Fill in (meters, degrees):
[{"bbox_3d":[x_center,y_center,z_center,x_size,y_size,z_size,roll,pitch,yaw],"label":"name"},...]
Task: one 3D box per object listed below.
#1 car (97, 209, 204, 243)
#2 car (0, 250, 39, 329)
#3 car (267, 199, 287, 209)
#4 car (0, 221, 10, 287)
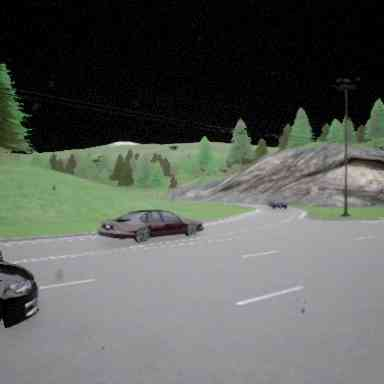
[{"bbox_3d":[-1.826,1.552,16.086,5.357,1.411,2.033,0,0,-44],"label":"car"},{"bbox_3d":[-4.823,1.491,4.606,4.902,1.511,2.128,0,0,-35],"label":"car"},{"bbox_3d":[11.661,1.620,46.027,1.895,1.301,4.718,0,0,1],"label":"car"},{"bbox_3d":[-7.132,1.547,7.258,5.357,1.411,2.033,0,0,-35],"label":"car"}]
